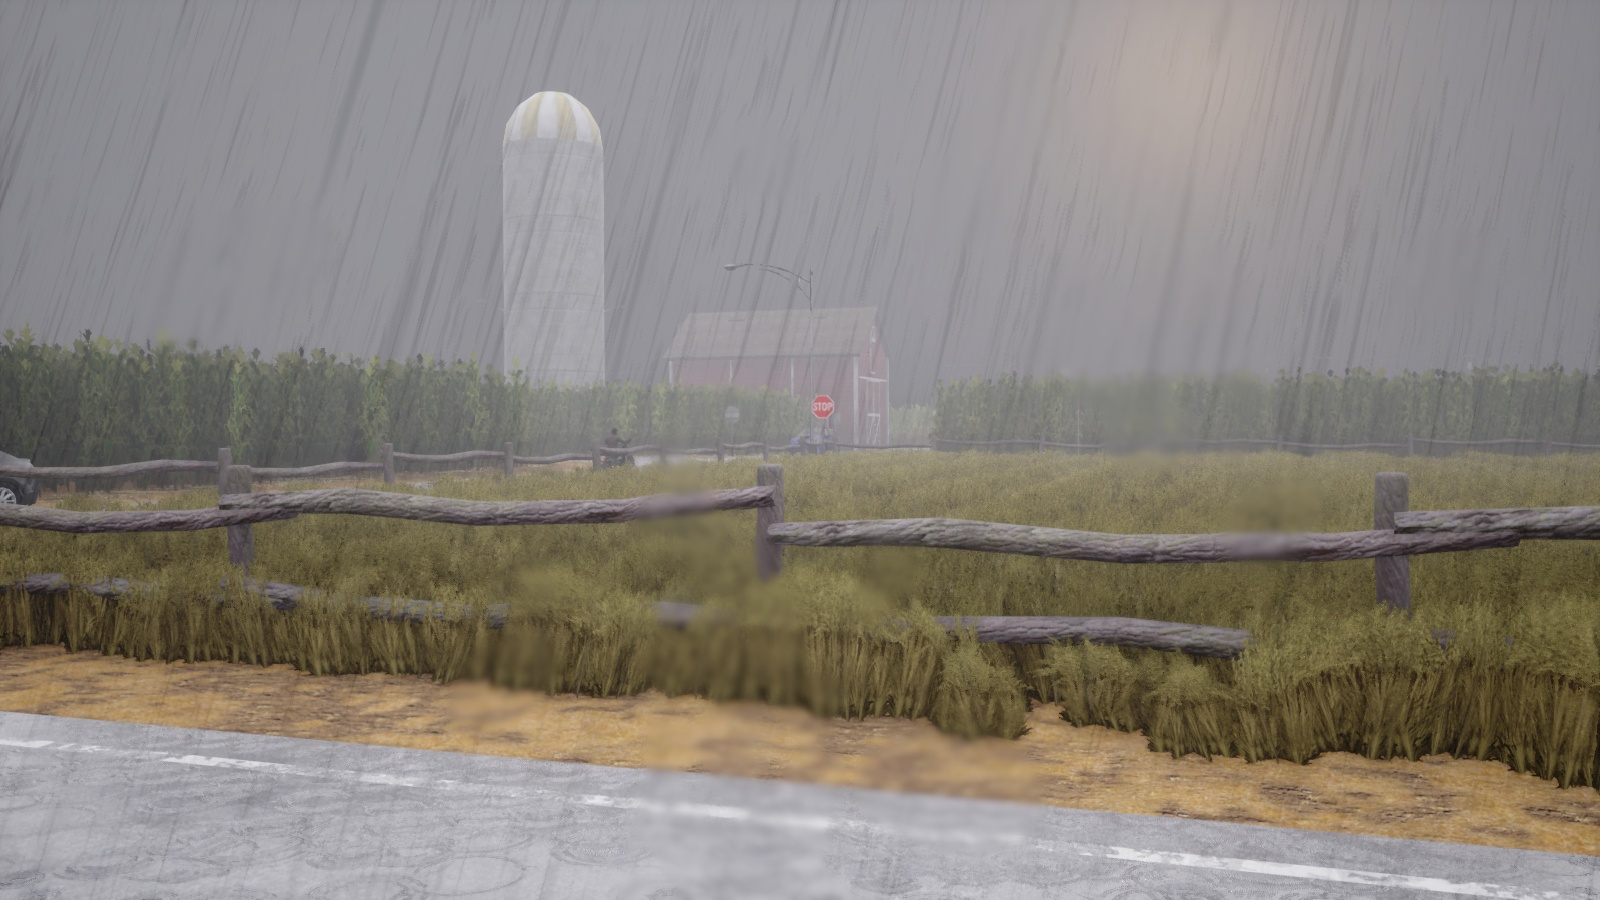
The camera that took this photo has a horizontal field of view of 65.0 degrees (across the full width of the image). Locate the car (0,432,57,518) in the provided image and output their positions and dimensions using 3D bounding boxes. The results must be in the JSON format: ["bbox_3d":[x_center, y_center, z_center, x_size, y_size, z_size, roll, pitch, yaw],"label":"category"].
[{"bbox_3d":[-15.187,0.441,20.839,1.837,1.490,4.892,1,1,19],"label":"car"}]

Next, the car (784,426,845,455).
[{"bbox_3d":[0.847,-0.512,68.196,2.007,1.525,4.514,1,0,19],"label":"car"}]

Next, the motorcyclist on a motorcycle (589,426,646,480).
[{"bbox_3d":[-5.684,0.070,39.238,0.766,1.649,2.350,1,1,19],"label":"motorcyclist on a motorcycle"}]
